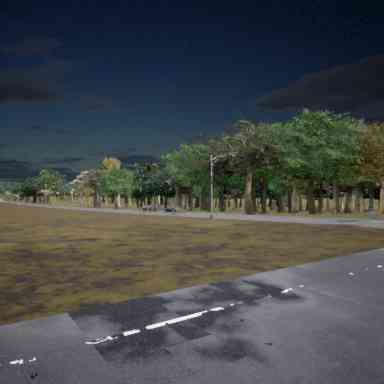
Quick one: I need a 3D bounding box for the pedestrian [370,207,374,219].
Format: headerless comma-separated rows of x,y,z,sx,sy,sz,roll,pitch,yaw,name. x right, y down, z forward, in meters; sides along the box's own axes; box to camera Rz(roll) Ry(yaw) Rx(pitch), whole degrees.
19.252,2.203,35.553,0.375,1.300,0.375,-2,1,-33,pedestrian

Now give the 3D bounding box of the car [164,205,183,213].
-3.494,3.250,63.143,2.128,1.511,4.902,1,-2,-33,car

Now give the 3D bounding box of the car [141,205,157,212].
-9.263,3.559,71.755,1.837,1.490,4.892,1,-2,-33,car
